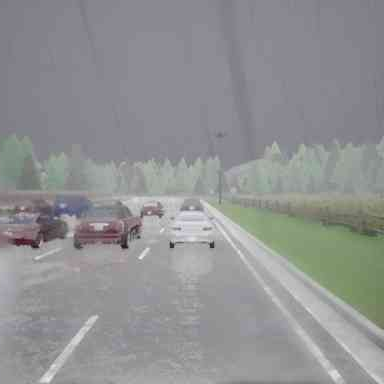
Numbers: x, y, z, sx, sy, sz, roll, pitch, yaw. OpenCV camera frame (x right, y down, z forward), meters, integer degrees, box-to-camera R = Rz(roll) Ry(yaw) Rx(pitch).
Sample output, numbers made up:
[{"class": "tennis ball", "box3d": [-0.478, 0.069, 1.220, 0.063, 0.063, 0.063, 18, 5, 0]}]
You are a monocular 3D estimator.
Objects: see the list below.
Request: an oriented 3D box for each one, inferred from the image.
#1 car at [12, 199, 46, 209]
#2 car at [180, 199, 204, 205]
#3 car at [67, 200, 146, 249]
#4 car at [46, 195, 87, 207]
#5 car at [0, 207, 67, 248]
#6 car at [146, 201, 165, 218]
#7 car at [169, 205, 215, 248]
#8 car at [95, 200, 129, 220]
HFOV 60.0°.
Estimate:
[{"class": "car", "box3d": [-14.000, 1.366, 29.620, 2.097, 1.767, 4.553, 0, 0, 0]}, {"class": "car", "box3d": [0.000, 1.366, 29.620, 2.097, 1.767, 4.553, 0, 0, 0]}, {"class": "car", "box3d": [-3.500, 1.366, 14.620, 2.097, 1.767, 4.553, 0, 0, 0]}, {"class": "car", "box3d": [-10.500, 1.258, 29.680, 2.150, 2.045, 5.566, 0, 0, 0]}, {"class": "car", "box3d": [-7.000, 1.572, 14.650, 1.994, 1.385, 4.181, 0, 0, 0]}, {"class": "car", "box3d": [-3.500, 1.533, 29.650, 1.812, 1.442, 4.674, 0, 0, 0]}, {"class": "car", "box3d": [0.000, 1.533, 14.650, 1.812, 1.442, 4.674, 0, 0, 0]}, {"class": "car", "box3d": [-7.000, 1.516, 29.650, 1.837, 1.490, 4.892, 0, 0, 0]}]
